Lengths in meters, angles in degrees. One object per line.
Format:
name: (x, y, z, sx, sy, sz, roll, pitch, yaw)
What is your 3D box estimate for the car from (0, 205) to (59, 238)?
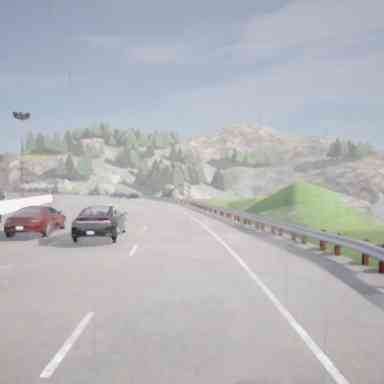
car: (-7.780, 1.393, 16.890, 1.812, 1.442, 4.674, 0, 1, -5)

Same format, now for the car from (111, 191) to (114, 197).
car: (-20.257, 0.529, 88.635, 2.097, 1.767, 4.553, -1, 1, -27)

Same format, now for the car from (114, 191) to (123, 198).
car: (-17.394, 0.700, 82.767, 1.882, 1.535, 5.008, -1, 1, -25)

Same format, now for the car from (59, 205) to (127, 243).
car: (-4.119, 1.353, 15.283, 2.128, 1.511, 4.902, 0, 1, -5)

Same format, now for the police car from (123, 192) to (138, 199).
police car: (-13.085, 0.726, 72.838, 1.930, 1.638, 5.238, -1, 1, -22)
